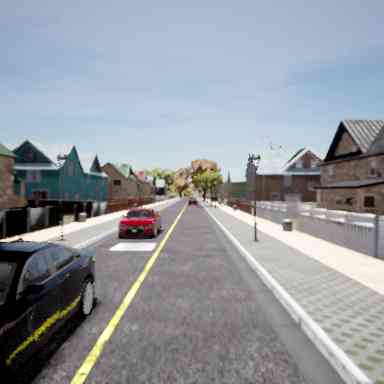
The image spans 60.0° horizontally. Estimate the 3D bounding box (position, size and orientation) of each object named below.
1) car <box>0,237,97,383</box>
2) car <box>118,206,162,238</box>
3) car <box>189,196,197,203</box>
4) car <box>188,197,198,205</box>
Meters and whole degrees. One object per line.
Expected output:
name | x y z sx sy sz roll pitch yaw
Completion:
car | -2.845 1.506 4.689 1.882 1.535 5.008 0 0 0
car | -2.783 1.605 18.631 1.882 1.535 5.008 0 0 0
car | 0.195 1.843 78.669 1.882 1.535 5.008 0 0 0
car | 0.169 1.822 68.526 2.097 1.767 4.553 0 0 0
